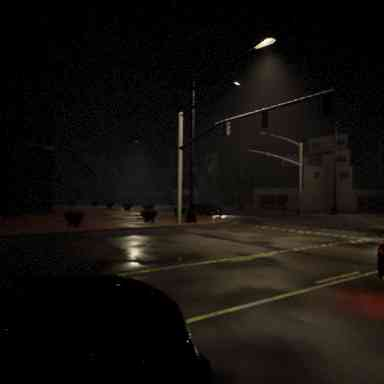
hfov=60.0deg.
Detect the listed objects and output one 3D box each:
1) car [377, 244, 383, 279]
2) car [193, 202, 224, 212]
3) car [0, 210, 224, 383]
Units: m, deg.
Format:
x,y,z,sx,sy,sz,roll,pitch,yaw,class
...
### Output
x,y,z,sx,sy,sz,roll,pitch,yaw,class
6.753,1.559,8.567,5.008,1.535,1.882,0,0,-35,car
1.579,1.776,35.927,1.994,1.385,4.181,1,-1,-35,car
-2.479,1.217,1.978,5.566,2.045,2.150,0,0,-36,car
